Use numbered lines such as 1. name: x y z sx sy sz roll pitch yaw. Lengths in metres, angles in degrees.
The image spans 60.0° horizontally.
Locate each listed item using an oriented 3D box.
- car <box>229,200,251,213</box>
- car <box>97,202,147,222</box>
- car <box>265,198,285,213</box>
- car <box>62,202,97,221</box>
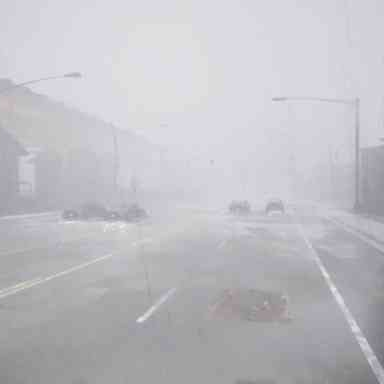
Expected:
1. car: 5.114 1.465 35.034 1.895 1.301 4.718 0 0 15
2. car: -4.966 1.461 24.987 1.994 1.385 4.181 0 0 15
3. car: 8.796 1.392 35.277 1.812 1.442 4.674 0 0 15
4. car: -8.287 1.455 26.122 1.994 1.385 4.181 0 0 15
